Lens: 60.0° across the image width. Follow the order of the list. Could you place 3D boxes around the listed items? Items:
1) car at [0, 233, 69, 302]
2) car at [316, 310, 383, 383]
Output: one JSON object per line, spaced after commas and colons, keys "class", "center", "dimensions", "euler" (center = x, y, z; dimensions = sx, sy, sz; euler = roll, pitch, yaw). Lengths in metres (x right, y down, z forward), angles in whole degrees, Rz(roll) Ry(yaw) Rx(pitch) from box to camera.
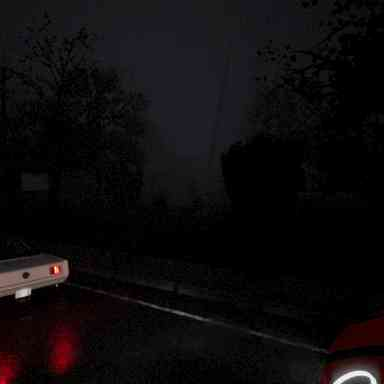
{"class": "car", "center": [-4.960, 1.601, 7.515], "dimensions": [4.718, 1.301, 1.895], "euler": [0, 0, 35]}
{"class": "car", "center": [3.066, 1.352, 1.842], "dimensions": [4.553, 1.767, 2.097], "euler": [0, 0, 35]}
